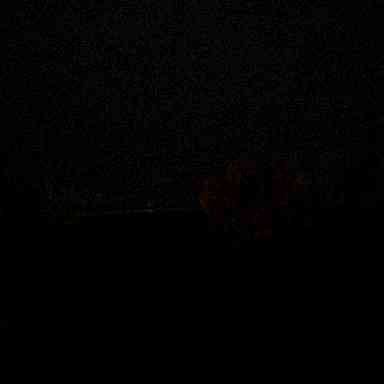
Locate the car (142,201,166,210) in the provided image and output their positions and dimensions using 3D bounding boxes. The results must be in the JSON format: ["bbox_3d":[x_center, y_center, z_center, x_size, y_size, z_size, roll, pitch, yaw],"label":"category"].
[{"bbox_3d":[-6.484,2.264,57.450,1.837,1.490,4.892,-2,-1,36],"label":"car"}]

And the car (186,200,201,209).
[{"bbox_3d":[0.802,2.265,61.372,1.837,1.490,4.892,-2,-2,36],"label":"car"}]

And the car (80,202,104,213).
[{"bbox_3d":[-14.546,2.115,46.293,1.837,1.490,4.892,-2,-1,36],"label":"car"}]
